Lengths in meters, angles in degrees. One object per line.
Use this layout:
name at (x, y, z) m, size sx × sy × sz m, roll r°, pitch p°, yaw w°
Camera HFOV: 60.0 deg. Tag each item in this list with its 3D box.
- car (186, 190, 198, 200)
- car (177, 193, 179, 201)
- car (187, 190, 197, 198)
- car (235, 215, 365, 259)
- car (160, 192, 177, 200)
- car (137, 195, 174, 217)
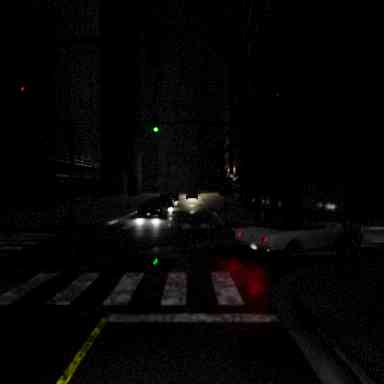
car at (-0.013, 0.421, 57.753) m, size 2.097 × 1.767 × 4.553 m, roll 0°, pitch 1°, yaw 0°
car at (-3.051, 0.696, 54.055) m, size 2.033 × 1.411 × 5.357 m, roll 0°, pitch 1°, yaw 1°
car at (-0.015, 0.344, 67.785) m, size 2.128 × 1.511 × 4.902 m, roll 0°, pitch 1°, yaw 0°
car at (3.989, 1.469, 11.959) m, size 4.718 × 1.301 × 1.895 m, roll -1°, pitch 1°, yaw -29°
car at (-3.095, 0.970, 39.006) m, size 1.837 × 1.490 × 4.892 m, roll 0°, pitch 1°, yaw 0°
car at (-3.078, 1.215, 27.433) m, size 2.033 × 1.411 × 5.357 m, roll 0°, pitch 1°, yaw 4°
